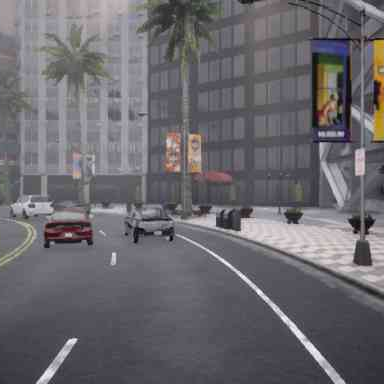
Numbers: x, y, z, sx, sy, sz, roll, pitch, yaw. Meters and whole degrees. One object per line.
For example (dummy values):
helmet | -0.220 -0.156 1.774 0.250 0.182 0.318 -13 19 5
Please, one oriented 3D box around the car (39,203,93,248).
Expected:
car | -5.515 1.485 15.009 1.882 1.535 5.008 0 0 -19

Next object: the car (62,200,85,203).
car | -11.153 1.495 30.766 2.128 1.511 4.902 0 0 -44

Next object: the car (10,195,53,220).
car | -13.699 1.258 28.363 2.150 2.045 5.566 0 0 -44

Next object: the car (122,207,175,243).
car | -2.208 1.495 16.155 2.128 1.511 4.902 0 0 -19
